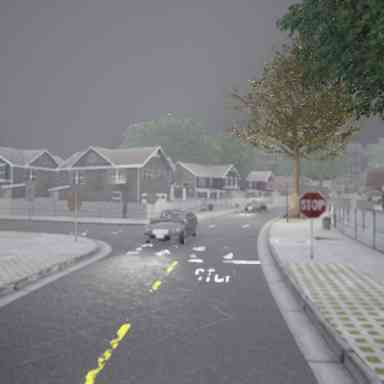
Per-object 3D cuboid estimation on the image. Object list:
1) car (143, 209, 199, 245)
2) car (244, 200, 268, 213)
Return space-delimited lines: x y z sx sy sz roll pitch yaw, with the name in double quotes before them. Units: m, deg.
"car" -0.874 1.605 16.331 2.128 1.511 4.902 0 0 11
"car" 7.919 1.757 40.956 2.128 1.511 4.902 0 0 28
